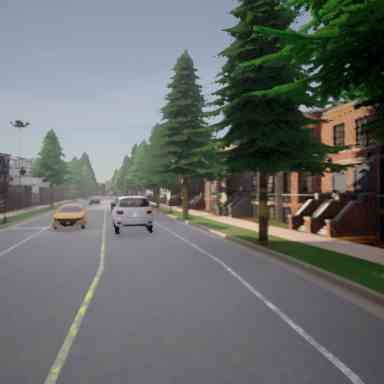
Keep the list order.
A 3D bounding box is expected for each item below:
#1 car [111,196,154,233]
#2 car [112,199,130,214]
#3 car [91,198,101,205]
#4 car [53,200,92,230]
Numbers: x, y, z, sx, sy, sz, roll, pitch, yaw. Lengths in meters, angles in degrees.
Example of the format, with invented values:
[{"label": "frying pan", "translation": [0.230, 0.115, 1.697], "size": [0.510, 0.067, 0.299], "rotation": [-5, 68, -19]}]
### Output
[{"label": "car", "translation": [-3.676, 1.257, 20.260], "size": [2.150, 2.045, 5.566], "rotation": [0, 0, -14]}, {"label": "car", "translation": [-8.265, 1.599, 38.358], "size": [1.812, 1.442, 4.674], "rotation": [0, 0, -14]}, {"label": "car", "translation": [-17.849, 1.744, 61.391], "size": [1.895, 1.301, 4.718], "rotation": [0, 0, -14]}, {"label": "car", "translation": [-7.900, 1.539, 21.931], "size": [1.882, 1.535, 5.008], "rotation": [0, 0, -14]}]
